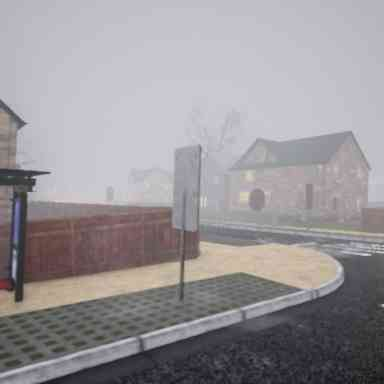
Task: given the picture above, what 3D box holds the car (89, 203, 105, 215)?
[{"bbox_3d":[-10.109,1.957,35.647,2.128,1.511,4.902,3,-2,-32],"label":"car"}]
